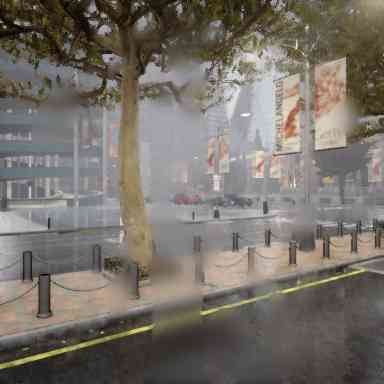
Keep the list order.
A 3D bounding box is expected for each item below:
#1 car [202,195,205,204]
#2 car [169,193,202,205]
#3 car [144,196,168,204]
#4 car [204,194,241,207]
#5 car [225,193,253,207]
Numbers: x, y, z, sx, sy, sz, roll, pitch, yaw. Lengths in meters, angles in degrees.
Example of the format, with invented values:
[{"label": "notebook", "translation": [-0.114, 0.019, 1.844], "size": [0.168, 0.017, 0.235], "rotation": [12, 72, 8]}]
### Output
[{"label": "car", "translation": [1.486, 1.352, 60.933], "size": [2.097, 1.767, 4.553], "rotation": [0, 0, -37]}, {"label": "car", "translation": [-1.175, 1.221, 58.707], "size": [2.150, 2.045, 5.566], "rotation": [0, 0, -36]}, {"label": "car", "translation": [-7.692, 1.505, 66.427], "size": [4.892, 1.490, 1.837], "rotation": [0, 0, 43]}, {"label": "car", "translation": [4.572, 1.491, 50.696], "size": [2.128, 1.511, 4.902], "rotation": [0, 0, -35]}, {"label": "car", "translation": [7.184, 1.221, 53.067], "size": [2.150, 2.045, 5.566], "rotation": [0, 0, -36]}]
